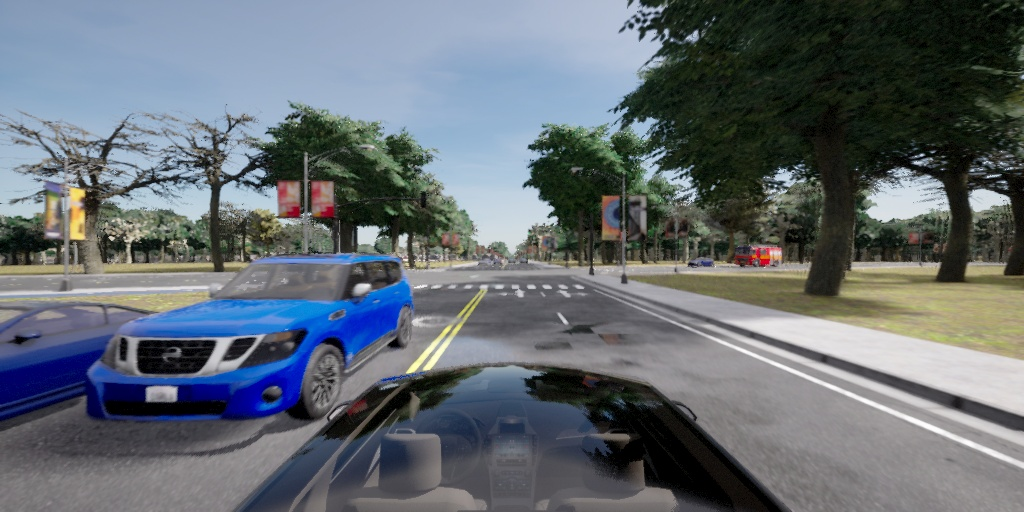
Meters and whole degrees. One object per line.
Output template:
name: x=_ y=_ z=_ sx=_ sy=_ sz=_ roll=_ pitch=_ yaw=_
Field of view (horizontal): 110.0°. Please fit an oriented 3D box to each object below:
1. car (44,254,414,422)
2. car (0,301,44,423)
car: x=-3.344 y=0.973 z=6.192 sx=2.150 sy=2.045 sz=5.566 roll=0 pitch=0 yaw=0
car: x=-6.594 y=1.315 z=4.651 sx=1.994 sy=1.385 sz=4.181 roll=0 pitch=0 yaw=0
